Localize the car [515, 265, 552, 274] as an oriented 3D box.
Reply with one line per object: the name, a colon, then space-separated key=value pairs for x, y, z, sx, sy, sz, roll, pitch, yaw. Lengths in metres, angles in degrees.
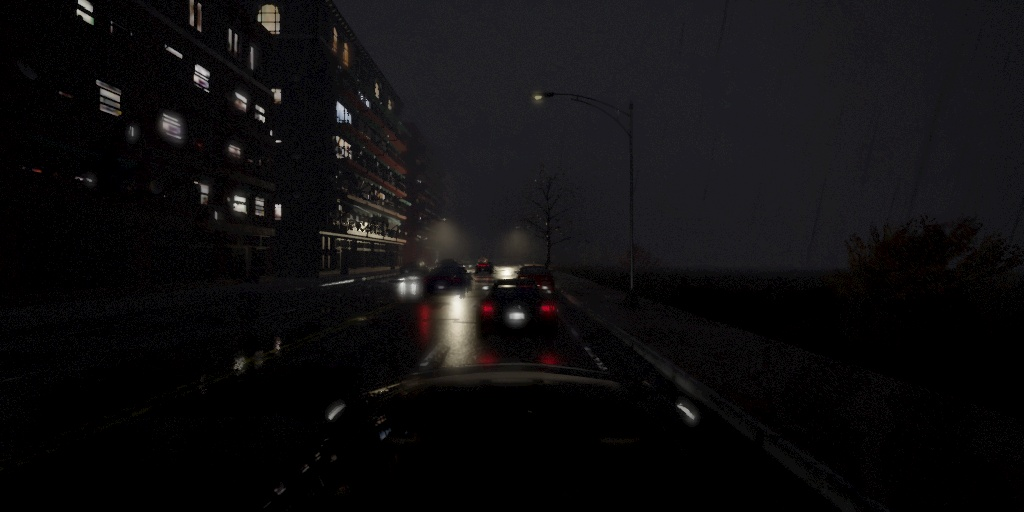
car: x=1.149 y=1.230 z=18.938 sx=1.882 sy=1.535 sz=5.008 roll=0 pitch=0 yaw=0

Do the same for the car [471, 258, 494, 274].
car: x=-3.122 y=1.243 z=41.088 sx=2.128 sy=1.511 sz=4.902 roll=0 pitch=0 yaw=0

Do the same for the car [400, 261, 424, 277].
car: x=-9.827 y=1.244 z=36.100 sx=2.128 sy=1.511 sz=4.902 roll=0 pitch=0 yaw=0

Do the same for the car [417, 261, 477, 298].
car: x=-3.140 y=1.230 z=18.352 sx=1.882 sy=1.535 sz=5.008 roll=0 pitch=0 yaw=0

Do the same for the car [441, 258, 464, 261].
car: x=-6.576 y=1.104 z=36.926 sx=2.097 sy=1.767 sz=4.553 roll=0 pitch=0 yaw=0

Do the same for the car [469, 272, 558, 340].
car: x=0.107 y=1.315 z=10.018 sx=1.994 sy=1.385 sz=4.181 roll=0 pitch=0 yaw=0
